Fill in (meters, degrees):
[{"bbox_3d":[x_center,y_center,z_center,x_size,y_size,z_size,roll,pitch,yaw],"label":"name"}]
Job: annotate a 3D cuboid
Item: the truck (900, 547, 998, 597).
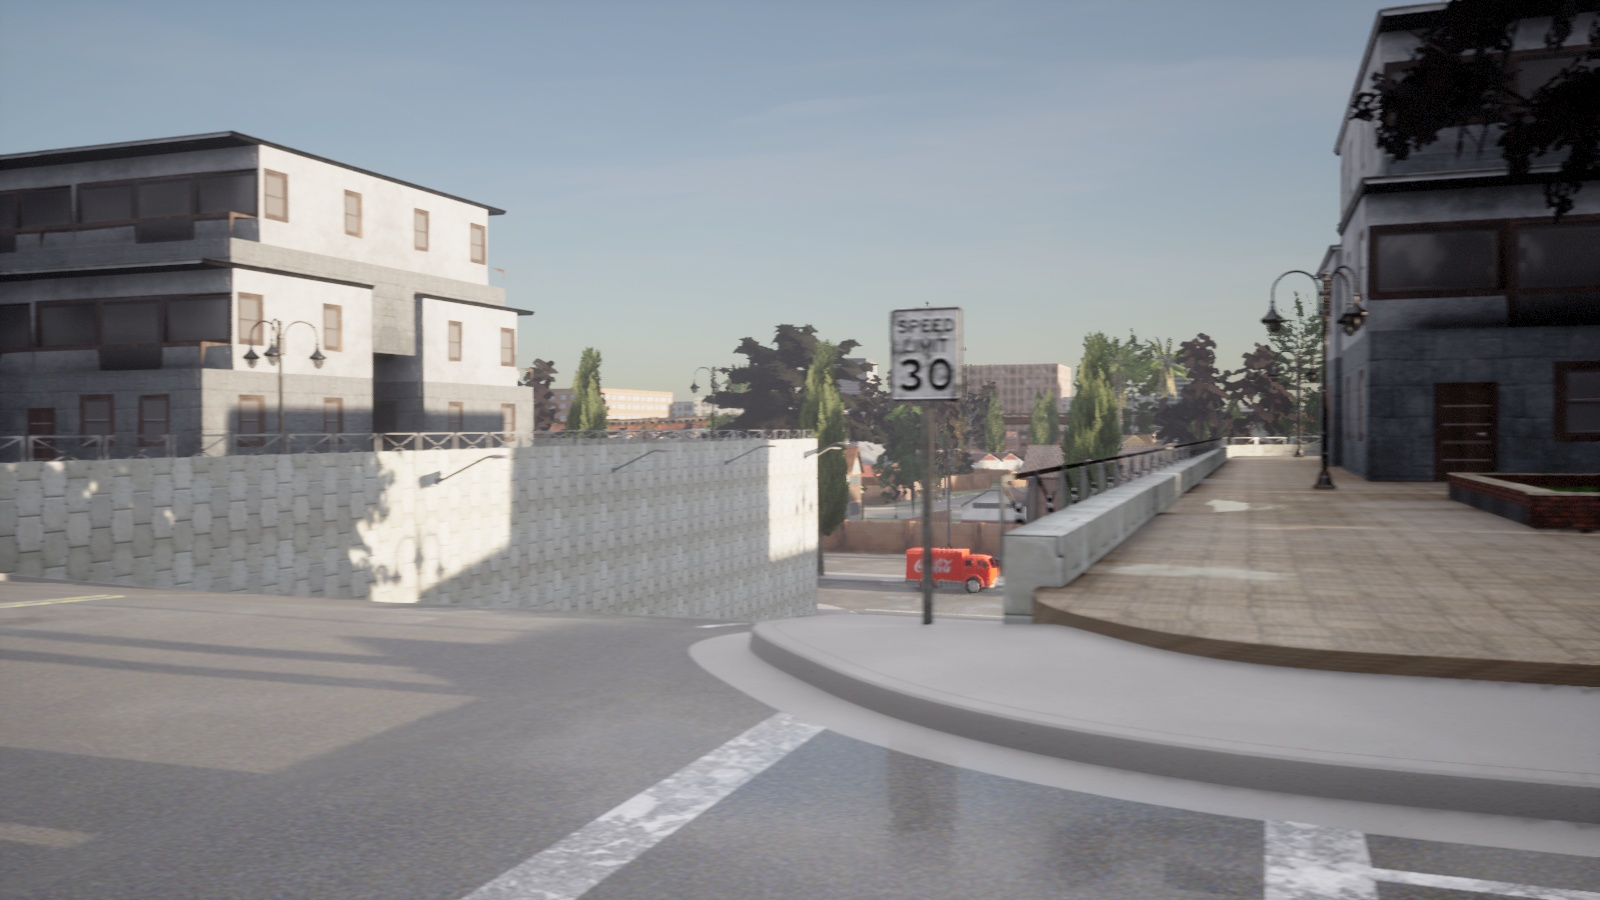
[{"bbox_3d":[8.799,7.146,74.013,5.204,2.467,2.627,1,1,20],"label":"truck"}]
